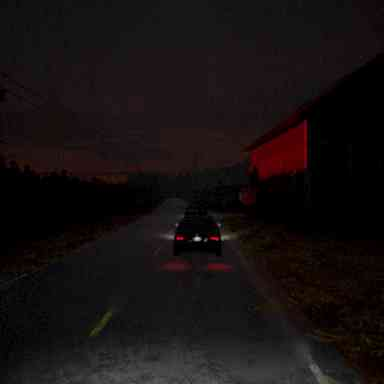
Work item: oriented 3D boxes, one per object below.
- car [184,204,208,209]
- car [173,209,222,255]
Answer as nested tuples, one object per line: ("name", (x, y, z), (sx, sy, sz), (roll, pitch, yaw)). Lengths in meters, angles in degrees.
("car", (0.347, 1.768, 29.247), (2.128, 1.511, 4.902), (0, 0, 0))
("car", (0.239, 1.679, 13.892), (2.033, 1.411, 5.357), (0, -1, 1))
